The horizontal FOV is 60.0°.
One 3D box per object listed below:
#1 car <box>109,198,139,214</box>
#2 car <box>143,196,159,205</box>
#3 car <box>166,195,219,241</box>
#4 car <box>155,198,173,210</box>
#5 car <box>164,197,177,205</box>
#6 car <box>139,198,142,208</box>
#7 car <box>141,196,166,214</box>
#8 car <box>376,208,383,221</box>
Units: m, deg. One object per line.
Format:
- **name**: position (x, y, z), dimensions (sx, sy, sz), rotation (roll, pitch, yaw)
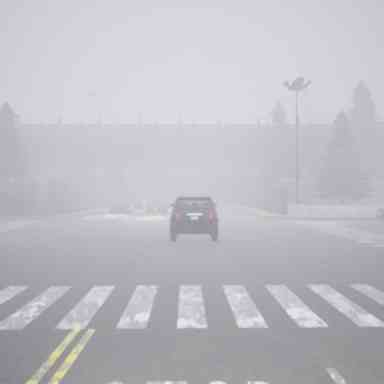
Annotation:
- **car**: position (-7.133, 1.514, 34.206), dimensions (1.994, 1.385, 4.181), rotation (0, 0, 1)
- **car**: position (-7.031, 1.409, 57.257), dimensions (2.128, 1.511, 4.902), rotation (0, 0, 0)
- **car**: position (0.101, 1.172, 16.618), dimensions (2.150, 2.045, 5.566), rotation (0, 0, 0)
- **car**: position (-3.583, 1.501, 43.619), dimensions (1.994, 1.385, 4.181), rotation (0, 0, 1)
- **car**: position (-3.535, 1.519, 56.260), dimensions (1.895, 1.301, 4.718), rotation (0, 0, 1)
- **car**: position (-7.090, 1.484, 43.445), dimensions (2.033, 1.411, 5.357), rotation (0, 0, 0)
- **car**: position (-3.591, 1.441, 34.731), dimensions (2.128, 1.511, 4.902), rotation (0, 0, 0)
- **car**: position (15.573, 1.402, 23.290), dimensions (4.902, 1.511, 2.128), rotation (0, 0, 2)
